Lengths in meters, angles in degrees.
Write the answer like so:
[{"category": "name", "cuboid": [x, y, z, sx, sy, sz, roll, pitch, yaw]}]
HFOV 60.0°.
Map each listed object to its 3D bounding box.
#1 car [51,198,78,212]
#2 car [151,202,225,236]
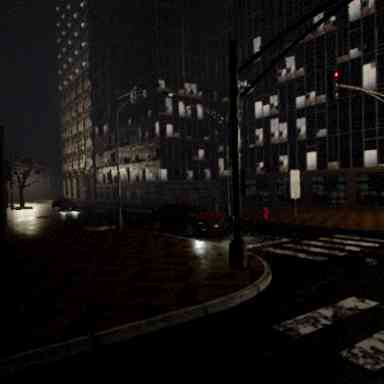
[{"category": "car", "cuboid": [-14.621, 1.411, 37.955, 2.033, 1.411, 5.357, -2, 1, -35]}, {"category": "car", "cuboid": [-0.332, 1.315, 17.746, 1.882, 1.535, 5.008, -2, 2, -37]}]
